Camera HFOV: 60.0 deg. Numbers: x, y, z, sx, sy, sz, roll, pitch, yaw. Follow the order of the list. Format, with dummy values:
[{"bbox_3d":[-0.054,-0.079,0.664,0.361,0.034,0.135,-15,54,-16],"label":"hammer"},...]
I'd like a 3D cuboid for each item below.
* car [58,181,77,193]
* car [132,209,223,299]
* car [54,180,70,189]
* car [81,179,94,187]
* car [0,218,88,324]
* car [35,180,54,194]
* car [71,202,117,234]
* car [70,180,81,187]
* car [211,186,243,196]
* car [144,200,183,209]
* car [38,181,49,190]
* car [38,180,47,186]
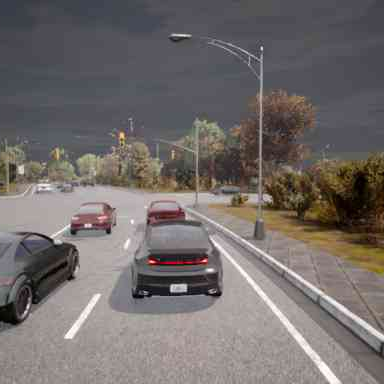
[{"bbox_3d":[-20.515,-0.631,54.697,1.812,1.442,4.674,-1,3,-24],"label":"car"},{"bbox_3d":[-0.402,1.428,8.339,1.837,1.490,4.892,0,1,-4],"label":"car"},{"bbox_3d":[-26.837,-1.367,68.713,1.837,1.490,4.892,-1,3,-25],"label":"car"},{"bbox_3d":[-25.923,-2.352,83.271,2.150,2.045,5.566,-1,3,-25],"label":"car"},{"bbox_3d":[-3.846,1.516,7.021,1.994,1.385,4.181,0,1,-2],"label":"car"},{"bbox_3d":[-23.799,-0.873,53.464,2.150,2.045,5.566,-1,3,-24],"label":"car"},{"bbox_3d":[-4.914,1.240,16.935,1.812,1.442,4.674,0,2,-8],"label":"car"},{"bbox_3d":[-29.081,-2.001,81.778,1.837,1.490,4.892,-1,3,-25],"label":"car"},{"bbox_3d":[5.142,-0.162,49.167,4.892,1.490,1.837,1,3,-22],"label":"car"},{"bbox_3d":[-1.453,1.168,17.396,1.882,1.535,5.008,0,2,-8],"label":"car"},{"bbox_3d":[-30.316,-1.346,67.891,1.882,1.535,5.008,-1,3,-25],"label":"car"},{"bbox_3d":[-37.092,-2.166,82.384,2.033,1.411,5.357,-1,3,-25],"label":"car"}]
